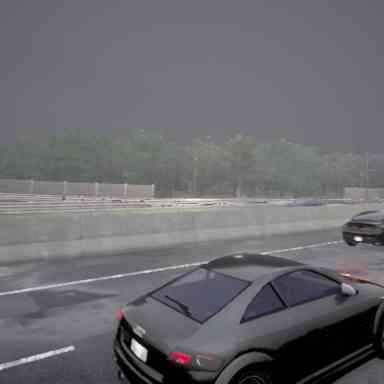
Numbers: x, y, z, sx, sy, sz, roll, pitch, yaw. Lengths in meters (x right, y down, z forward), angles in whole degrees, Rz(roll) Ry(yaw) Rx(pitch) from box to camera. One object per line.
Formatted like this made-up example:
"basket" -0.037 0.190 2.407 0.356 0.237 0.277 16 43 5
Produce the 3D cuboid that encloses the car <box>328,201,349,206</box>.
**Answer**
"car" 17.412 1.666 37.850 4.718 1.301 1.895 0 0 -35

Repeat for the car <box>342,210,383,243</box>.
"car" 8.234 1.518 13.923 4.892 1.490 1.837 0 0 -36

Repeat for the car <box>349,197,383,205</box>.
"car" 18.766 1.413 34.526 4.553 1.767 2.097 0 0 -35

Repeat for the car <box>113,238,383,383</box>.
"car" 1.095 1.566 4.529 4.181 1.385 1.994 0 0 -36

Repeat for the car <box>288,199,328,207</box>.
"car" 13.448 1.534 39.342 5.008 1.535 1.882 1 0 -35
